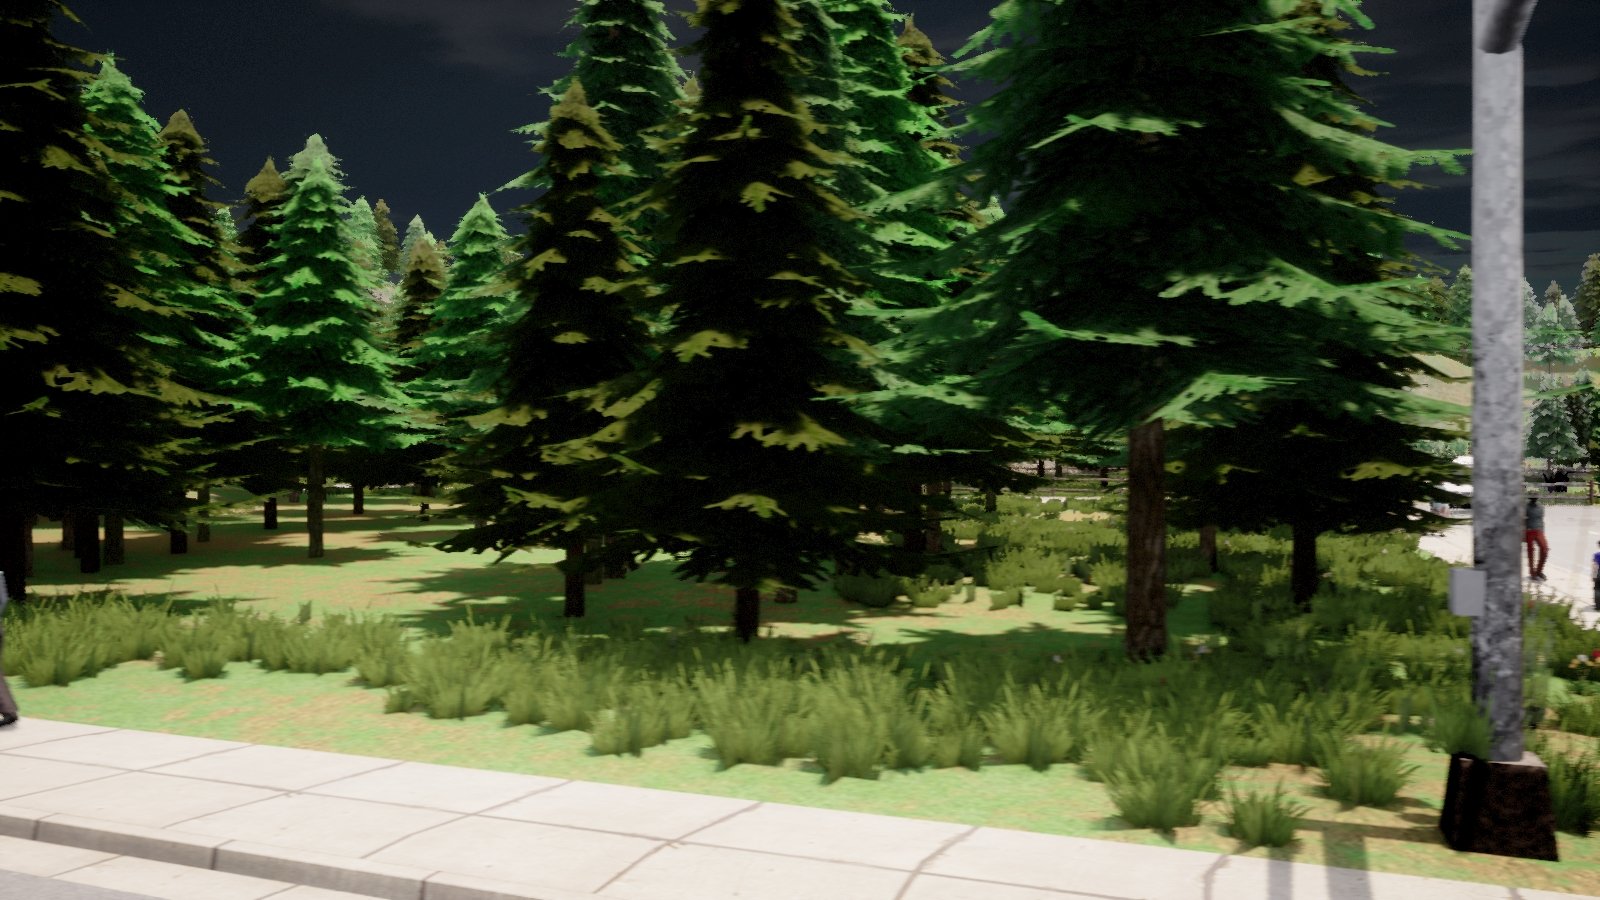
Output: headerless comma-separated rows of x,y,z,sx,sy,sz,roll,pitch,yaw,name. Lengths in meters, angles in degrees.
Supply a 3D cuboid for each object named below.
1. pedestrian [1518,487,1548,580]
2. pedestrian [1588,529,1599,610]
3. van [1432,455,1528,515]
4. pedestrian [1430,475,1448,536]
14.945,1.697,23.304,0.375,1.860,0.375,0,0,3,pedestrian
13.268,1.976,18.841,0.375,1.300,0.375,0,0,19,pedestrian
30.824,1.526,51.718,5.915,2.561,1.988,0,-1,-41,van
19.660,1.696,35.161,0.375,1.860,0.375,0,0,5,pedestrian
